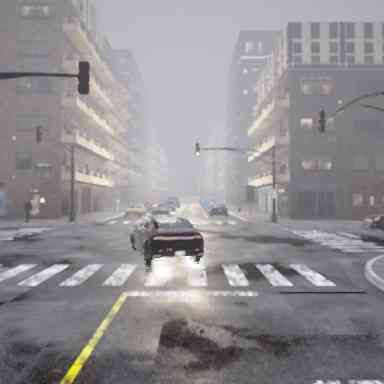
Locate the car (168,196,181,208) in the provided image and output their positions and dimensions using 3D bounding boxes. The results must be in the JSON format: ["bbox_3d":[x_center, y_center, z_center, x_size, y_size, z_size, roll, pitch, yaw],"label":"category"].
[{"bbox_3d":[-3.095,1.648,55.602,2.150,2.045,5.566,0,0,1],"label":"car"}]

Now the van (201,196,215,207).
[{"bbox_3d":[2.677,1.732,50.907,1.690,1.788,3.998,1,0,0],"label":"van"}]

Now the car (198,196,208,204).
[{"bbox_3d":[2.661,1.926,79.119,2.192,1.841,5.009,1,0,0],"label":"car"}]

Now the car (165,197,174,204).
[{"bbox_3d":[-5.724,2.095,84.757,1.967,1.590,4.097,1,0,0],"label":"car"}]

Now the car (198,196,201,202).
[{"bbox_3d":[2.663,2.104,67.833,1.802,1.307,4.206,1,0,0],"label":"car"}]

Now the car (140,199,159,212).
[{"bbox_3d":[-5.702,1.787,45.260,1.967,1.590,4.097,1,0,0],"label":"car"}]

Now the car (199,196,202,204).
[{"bbox_3d":[2.667,2.005,62.361,1.752,1.417,4.829,1,0,0],"label":"car"}]

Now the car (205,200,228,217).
[{"bbox_3d":[2.683,1.826,33.979,1.947,1.339,4.313,1,0,0],"label":"car"}]

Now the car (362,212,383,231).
[{"bbox_3d":[13.629,1.769,22.170,4.097,1.590,1.967,0,-2,1],"label":"car"}]

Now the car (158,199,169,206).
[{"bbox_3d":[-5.716,2.067,67.829,1.887,1.381,4.507,1,0,0],"label":"car"}]

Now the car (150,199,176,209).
[{"bbox_3d":[-3.122,1.815,34.959,2.033,1.411,5.357,0,0,0],"label":"car"}]

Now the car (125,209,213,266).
[{"bbox_3d":[-1.038,1.584,12.005,2.128,1.511,4.902,1,-1,-16],"label":"car"}]

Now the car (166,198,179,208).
[{"bbox_3d":[-3.120,1.869,44.862,1.812,1.442,4.674,0,0,0],"label":"car"}]

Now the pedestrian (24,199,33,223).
[{"bbox_3d":[-12.554,1.401,25.414,0.375,1.860,0.375,0,-2,1],"label":"pedestrian"}]

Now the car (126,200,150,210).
[{"bbox_3d":[-5.696,1.784,33.804,1.752,1.417,4.829,1,0,0],"label":"car"}]

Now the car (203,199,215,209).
[{"bbox_3d":[2.680,1.854,39.621,2.008,1.369,4.403,1,0,0],"label":"car"}]

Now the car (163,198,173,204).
[{"bbox_3d":[-5.723,2.161,79.113,2.008,1.369,4.403,1,0,0],"label":"car"}]
